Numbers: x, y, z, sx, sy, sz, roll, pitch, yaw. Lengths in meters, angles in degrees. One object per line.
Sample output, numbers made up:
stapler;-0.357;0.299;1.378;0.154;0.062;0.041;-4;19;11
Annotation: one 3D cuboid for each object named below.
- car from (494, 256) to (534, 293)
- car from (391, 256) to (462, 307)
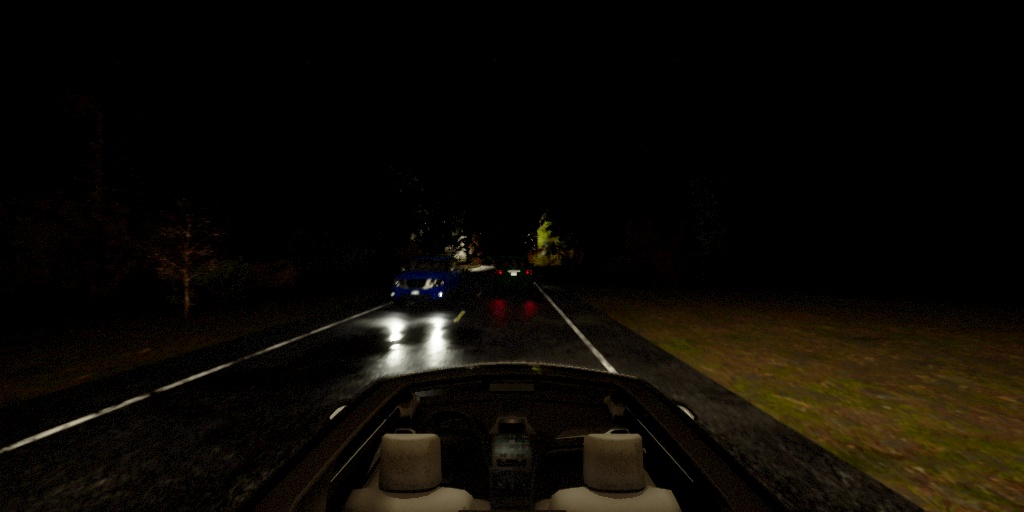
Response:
car;0.098;1.029;21.209;2.150;2.045;5.566;0;0;0
car;-3.595;1.009;16.117;2.150;2.045;5.566;0;0;0
